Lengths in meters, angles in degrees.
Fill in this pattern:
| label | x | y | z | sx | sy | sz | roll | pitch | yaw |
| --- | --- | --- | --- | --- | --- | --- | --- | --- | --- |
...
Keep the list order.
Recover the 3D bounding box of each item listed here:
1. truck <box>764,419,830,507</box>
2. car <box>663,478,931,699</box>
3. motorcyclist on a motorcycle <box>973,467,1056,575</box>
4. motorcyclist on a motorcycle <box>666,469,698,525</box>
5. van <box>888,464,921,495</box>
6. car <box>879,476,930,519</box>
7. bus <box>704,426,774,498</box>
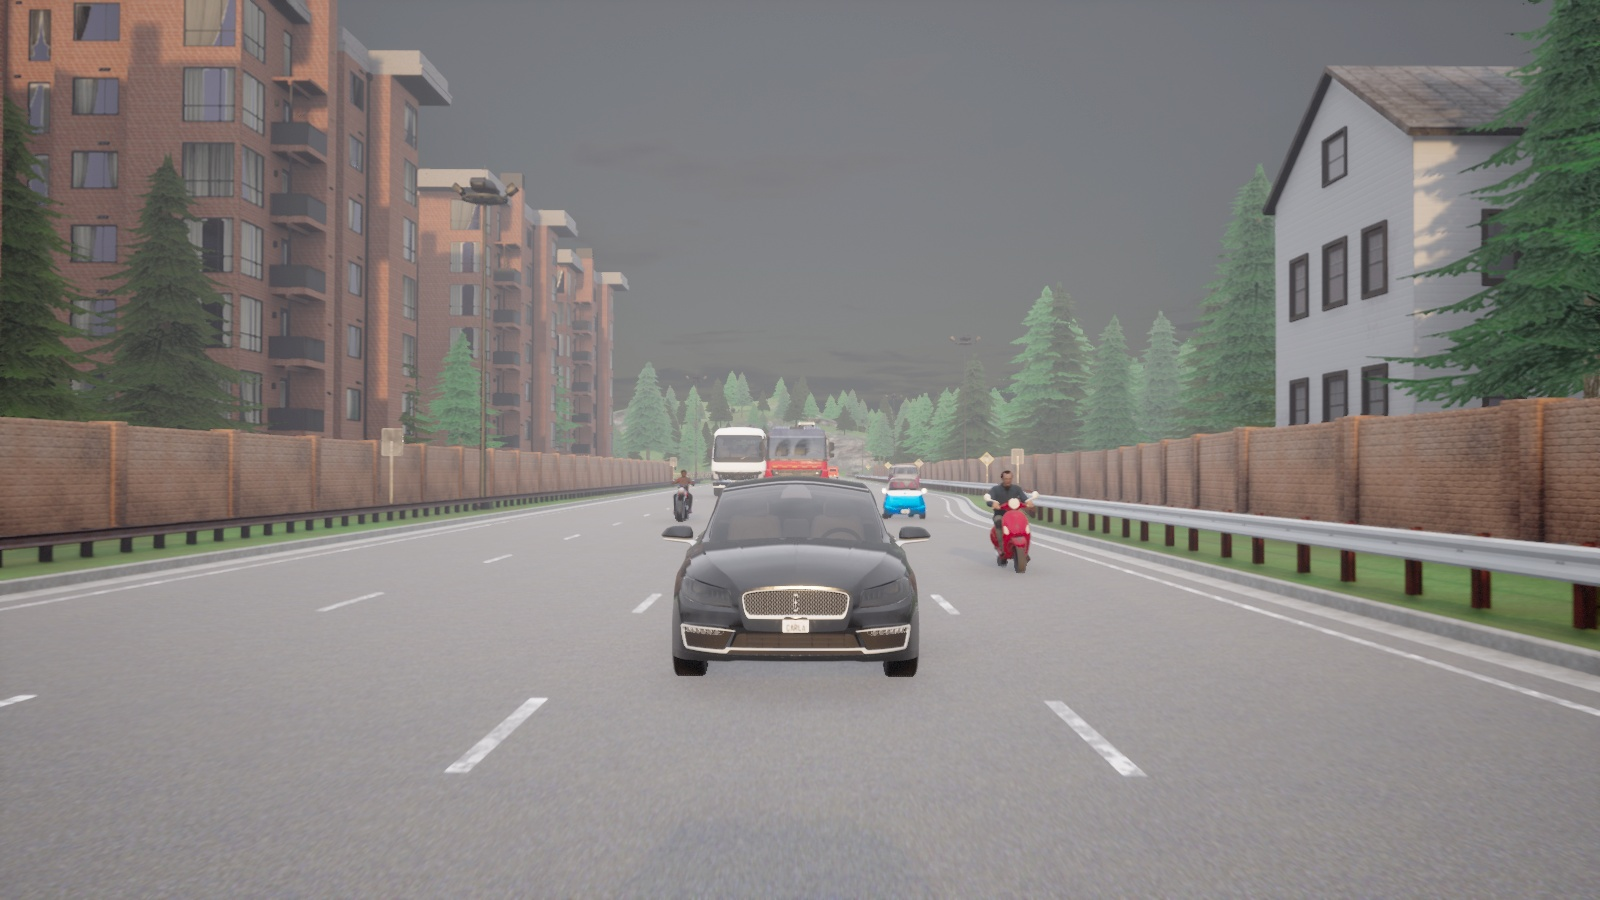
| label | x | y | z | sx | sy | sz | roll | pitch | yaw |
| --- | --- | --- | --- | --- | --- | --- | --- | --- | --- |
| truck | -0.148 | 0.642 | 59.260 | 2.891 | 3.827 | 8.468 | 0 | -1 | 0 |
| car | -0.027 | 1.005 | 11.091 | 1.837 | 1.490 | 4.892 | 0 | -1 | 0 |
| motorcyclist on a motorcycle | 3.363 | 1.087 | 19.859 | 0.866 | 1.590 | 1.817 | -2 | -1 | -2 |
| motorcyclist on a motorcycle | -3.594 | 1.424 | 38.519 | 0.766 | 1.649 | 2.350 | 0 | -1 | 0 |
| van | 6.798 | 1.914 | 82.062 | 1.775 | 1.987 | 4.442 | 0 | -1 | 0 |
| car | 3.400 | 1.547 | 41.311 | 1.481 | 1.376 | 2.207 | 0 | -1 | 0 |
| bus | -3.697 | 0.779 | 79.196 | 3.944 | 4.253 | 10.273 | 0 | -1 | 0 |
